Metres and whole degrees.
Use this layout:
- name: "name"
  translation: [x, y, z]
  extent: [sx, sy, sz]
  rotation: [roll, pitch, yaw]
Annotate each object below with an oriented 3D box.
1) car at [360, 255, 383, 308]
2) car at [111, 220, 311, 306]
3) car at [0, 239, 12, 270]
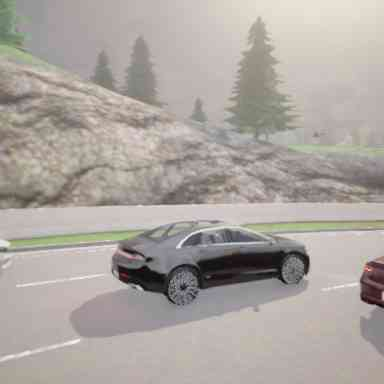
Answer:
- name: "car"
  translation: [5.190, 1.493, 6.135]
  extent: [4.674, 1.442, 1.812]
  rotation: [0, 0, -25]
- name: "car"
  translation: [0.625, 1.415, 7.764]
  extent: [4.902, 1.511, 2.128]
  rotation: [0, 1, -29]
- name: "car"
  translation: [-6.741, 1.405, 7.565]
  extent: [4.674, 1.442, 1.812]
  rotation: [0, 1, -37]
